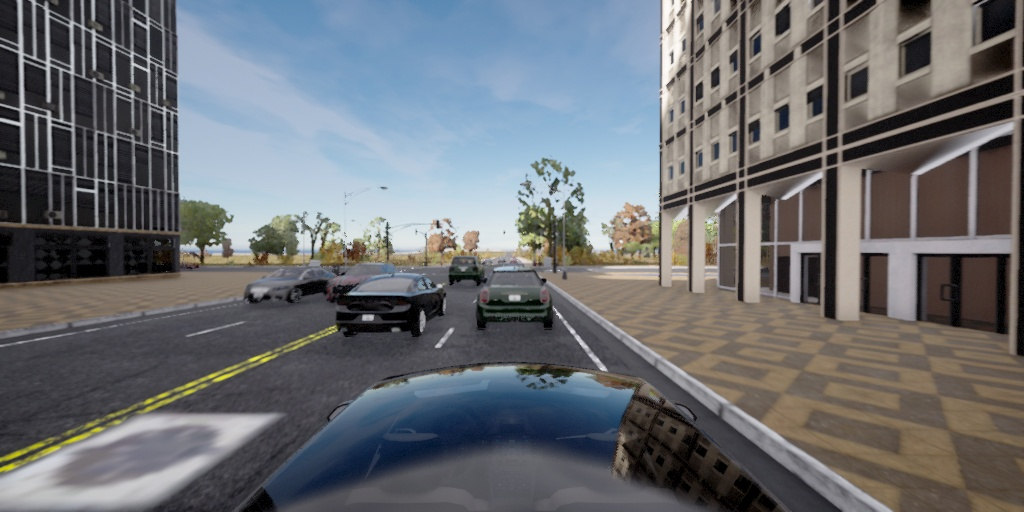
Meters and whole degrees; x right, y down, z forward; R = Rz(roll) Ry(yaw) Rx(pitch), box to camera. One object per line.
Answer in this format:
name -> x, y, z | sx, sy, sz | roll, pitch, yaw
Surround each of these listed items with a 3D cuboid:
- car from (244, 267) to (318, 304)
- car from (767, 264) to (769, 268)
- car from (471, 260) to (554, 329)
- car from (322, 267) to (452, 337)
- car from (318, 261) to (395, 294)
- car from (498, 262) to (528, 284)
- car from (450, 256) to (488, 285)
car -> -9.873, 1.260, 16.417 | 2.128, 1.511, 4.902 | 0, 0, 0
car -> 38.631, 1.284, 50.735 | 4.181, 1.385, 1.994 | 0, 1, 3
car -> 0.074, 1.114, 11.465 | 2.097, 1.767, 4.553 | 0, 0, 0
car -> -3.173, 1.240, 10.382 | 1.882, 1.535, 5.008 | 0, -1, 0
car -> -6.624, 1.120, 16.657 | 2.097, 1.767, 4.553 | 0, 0, 0
car -> 0.044, 1.267, 28.039 | 2.128, 1.511, 4.902 | 0, 0, 0
car -> -3.205, 0.998, 26.192 | 2.150, 2.045, 5.566 | 0, 0, 0
